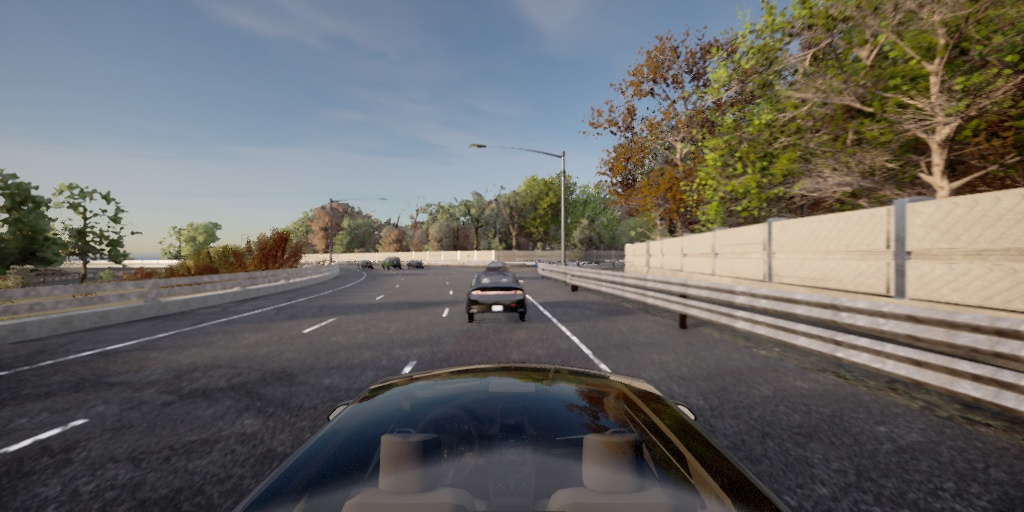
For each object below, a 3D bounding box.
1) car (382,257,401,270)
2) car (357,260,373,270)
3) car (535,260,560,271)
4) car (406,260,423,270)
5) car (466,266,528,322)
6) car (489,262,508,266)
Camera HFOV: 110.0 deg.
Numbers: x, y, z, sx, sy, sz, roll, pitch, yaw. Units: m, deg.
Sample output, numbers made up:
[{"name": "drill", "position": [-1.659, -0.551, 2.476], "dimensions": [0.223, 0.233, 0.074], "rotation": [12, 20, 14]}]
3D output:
[{"name": "car", "position": [-19.653, 1.170, 58.434], "dimensions": [2.150, 2.045, 5.566], "rotation": [0, 0, -31]}, {"name": "car", "position": [-24.331, 1.474, 59.203], "dimensions": [1.837, 1.490, 4.892], "rotation": [0, 0, -33]}, {"name": "car", "position": [5.150, 1.308, 51.083], "dimensions": [1.882, 1.535, 5.008], "rotation": [-1, -1, 33]}, {"name": "car", "position": [-16.054, 1.440, 59.160], "dimensions": [1.837, 1.490, 4.892], "rotation": [0, 0, -30]}, {"name": "car", "position": [-0.561, 1.266, 12.516], "dimensions": [2.128, 1.511, 4.902], "rotation": [0, 0, -4]}, {"name": "car", "position": [-1.245, 1.298, 33.163], "dimensions": [1.882, 1.535, 5.008], "rotation": [-1, 0, 5]}]
